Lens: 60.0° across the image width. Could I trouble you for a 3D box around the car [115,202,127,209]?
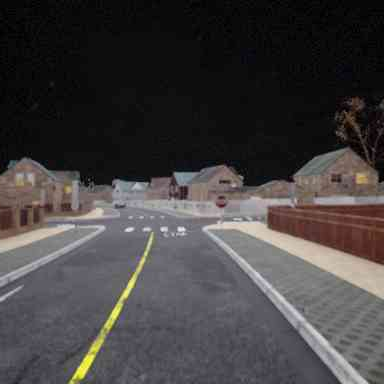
[{"bbox_3d":[-14.535,2.683,67.769,1.882,1.535,5.008,0,-1,-19],"label":"car"}]
